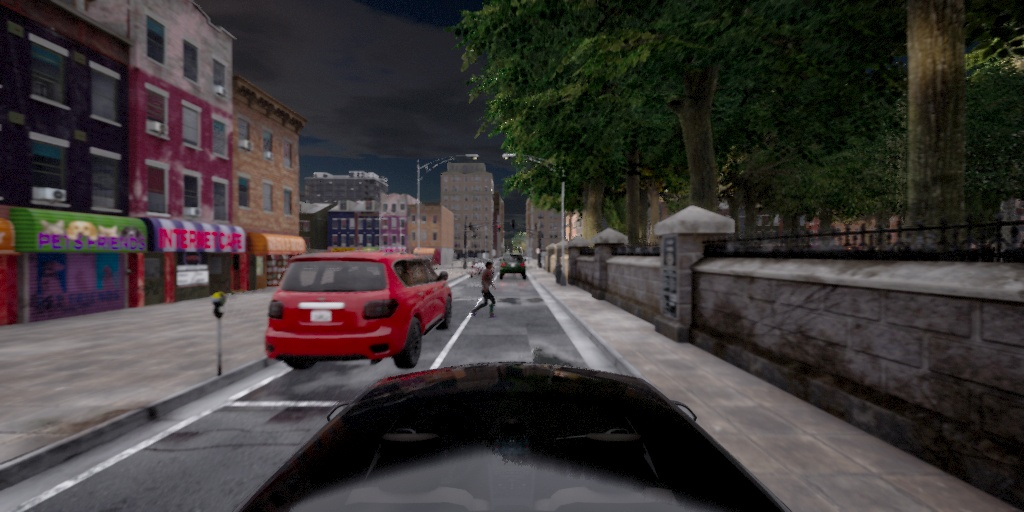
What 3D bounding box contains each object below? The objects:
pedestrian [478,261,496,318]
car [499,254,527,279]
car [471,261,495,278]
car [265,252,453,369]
[{"bbox_3d":[-0.777,0.994,11.106,0.375,1.860,0.375,0,0,0],"label":"pedestrian"},{"bbox_3d":[0.074,0.816,30.463,2.150,2.045,5.566,0,0,0],"label":"car"},{"bbox_3d":[-2.635,1.173,31.529,1.802,1.307,4.207,0,0,0],"label":"car"},{"bbox_3d":[-2.749,0.942,7.854,2.150,2.045,5.566,0,0,0],"label":"car"}]
